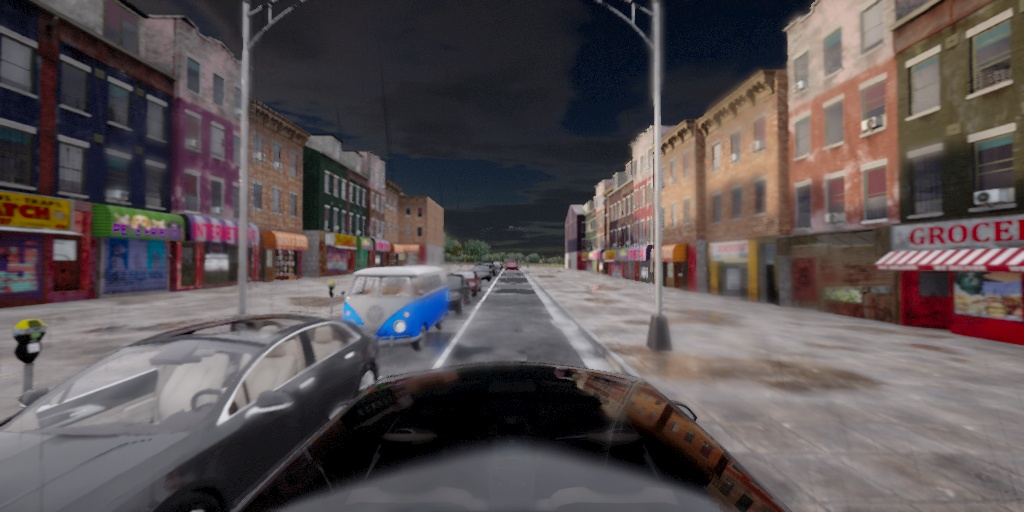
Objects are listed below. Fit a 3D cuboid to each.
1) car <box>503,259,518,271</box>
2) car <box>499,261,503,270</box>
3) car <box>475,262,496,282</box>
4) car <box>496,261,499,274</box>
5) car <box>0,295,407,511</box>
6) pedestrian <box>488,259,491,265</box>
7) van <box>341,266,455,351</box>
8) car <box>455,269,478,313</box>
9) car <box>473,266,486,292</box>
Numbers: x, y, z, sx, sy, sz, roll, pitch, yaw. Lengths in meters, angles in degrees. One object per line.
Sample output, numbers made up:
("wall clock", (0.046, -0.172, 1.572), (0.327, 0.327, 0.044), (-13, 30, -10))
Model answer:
("car", (-0.015, 1.596, 56.060), (1.994, 1.385, 4.181), (0, -1, 0))
("car", (-2.659, 1.602, 58.678), (2.007, 1.370, 4.403), (0, 0, 0))
("car", (-2.648, 1.437, 30.985), (1.948, 1.339, 4.313), (0, 0, 0))
("car", (-2.766, 1.427, 41.335), (1.837, 1.490, 4.892), (0, 0, 0))
("car", (-2.637, 1.313, 3.273), (2.007, 1.370, 4.403), (0, 0, 0))
("pedestrian", (-2.767, 1.233, 44.293), (0.375, 1.860, 0.375), (-1, -1, 0))
("van", (-2.640, 1.141, 8.819), (1.690, 1.789, 3.998), (0, 0, 0))
("car", (-2.642, 1.390, 14.366), (1.948, 1.339, 4.313), (0, 0, 0))
("car", (-2.644, 1.420, 19.908), (1.802, 1.307, 4.207), (0, 0, 0))
